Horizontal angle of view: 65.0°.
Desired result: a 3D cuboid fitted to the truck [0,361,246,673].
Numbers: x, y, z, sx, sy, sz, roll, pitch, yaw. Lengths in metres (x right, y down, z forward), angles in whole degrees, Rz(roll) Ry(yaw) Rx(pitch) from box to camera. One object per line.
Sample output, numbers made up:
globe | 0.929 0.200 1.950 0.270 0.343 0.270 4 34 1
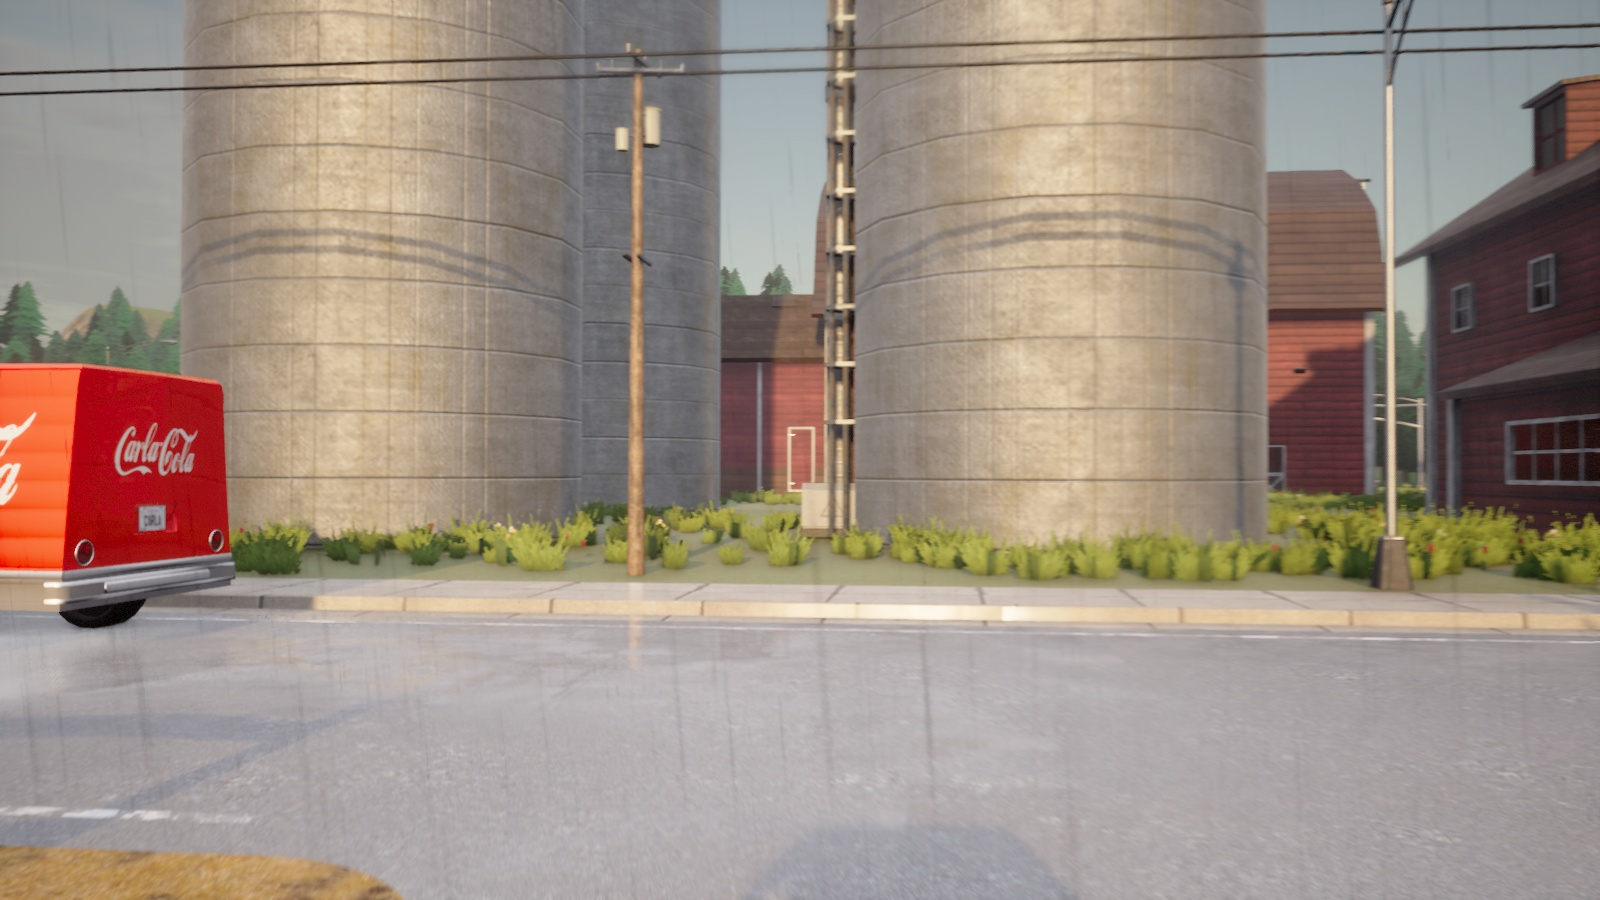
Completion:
truck | -8.280 0.567 11.568 5.204 2.467 2.627 0 -1 7
